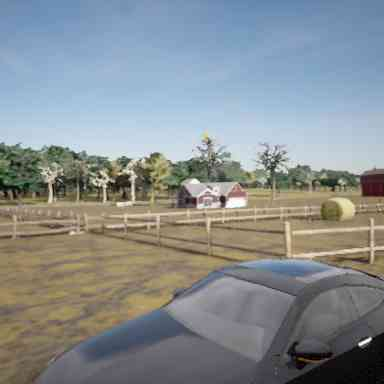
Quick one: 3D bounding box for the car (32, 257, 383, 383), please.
[{"bbox_3d":[0.828,1.524,3.540,4.674,1.442,1.812,0,0,-36],"label":"car"}]
